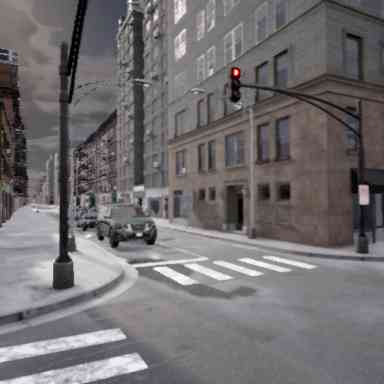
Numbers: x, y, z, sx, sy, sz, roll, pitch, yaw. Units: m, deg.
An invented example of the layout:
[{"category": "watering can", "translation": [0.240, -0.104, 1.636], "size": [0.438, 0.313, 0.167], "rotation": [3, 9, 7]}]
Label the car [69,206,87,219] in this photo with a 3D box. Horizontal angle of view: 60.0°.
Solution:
[{"category": "car", "translation": [-13.917, 2.626, 38.787], "size": [1.895, 1.301, 4.718], "rotation": [0, -1, -26]}]

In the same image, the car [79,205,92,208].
[{"category": "car", "translation": [-13.945, 2.737, 45.927], "size": [2.033, 1.411, 5.357], "rotation": [0, -1, -26]}]

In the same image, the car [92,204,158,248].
[{"category": "car", "translation": [-3.684, 1.705, 18.021], "size": [2.150, 2.045, 5.566], "rotation": [0, -1, -26]}]

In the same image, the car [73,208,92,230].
[{"category": "car", "translation": [-8.237, 2.272, 27.238], "size": [2.033, 1.411, 5.357], "rotation": [0, -1, -26]}]
